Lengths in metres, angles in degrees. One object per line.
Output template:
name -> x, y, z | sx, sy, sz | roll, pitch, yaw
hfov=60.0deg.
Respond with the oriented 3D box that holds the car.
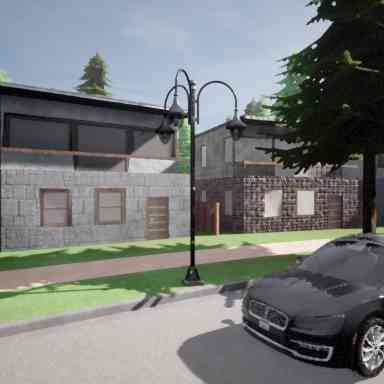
car -> 3.085, 1.505, 5.534 | 4.892, 1.490, 1.837 | 0, 0, -28
